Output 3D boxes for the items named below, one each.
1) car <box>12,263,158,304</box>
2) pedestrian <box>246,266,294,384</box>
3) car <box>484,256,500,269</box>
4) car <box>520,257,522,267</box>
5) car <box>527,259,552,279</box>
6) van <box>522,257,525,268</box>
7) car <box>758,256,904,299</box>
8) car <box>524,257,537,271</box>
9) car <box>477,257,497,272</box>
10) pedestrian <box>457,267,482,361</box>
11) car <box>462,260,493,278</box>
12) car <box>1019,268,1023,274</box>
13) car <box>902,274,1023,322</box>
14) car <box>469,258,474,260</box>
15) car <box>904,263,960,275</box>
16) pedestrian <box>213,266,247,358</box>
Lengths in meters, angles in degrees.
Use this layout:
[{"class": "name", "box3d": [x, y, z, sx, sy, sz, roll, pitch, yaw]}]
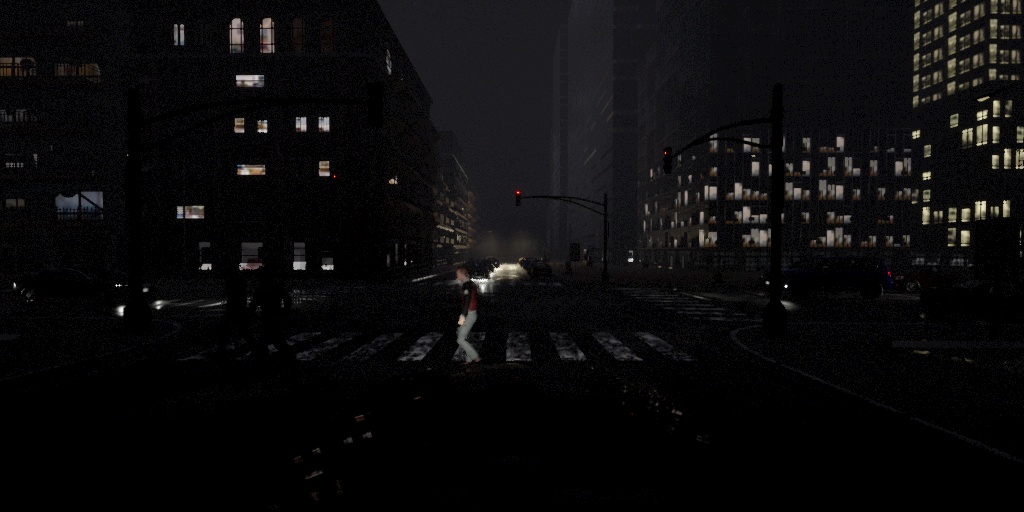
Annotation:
[{"class": "car", "box3d": [-18.155, 1.183, 15.387, 4.902, 1.511, 2.128, 0, 1, 1]}, {"class": "pedestrian", "box3d": [-3.786, 1.043, 5.617, 0.375, 1.860, 0.375, -1, 1, 0]}, {"class": "car", "box3d": [-3.089, 1.045, 55.758, 2.097, 1.767, 4.553, 0, 0, 2]}, {"class": "car", "box3d": [2.618, 1.240, 55.109, 1.888, 1.381, 4.507, 0, 0, 0]}, {"class": "car", "box3d": [2.634, 1.272, 32.525, 1.888, 1.381, 4.507, 0, 0, 0]}, {"class": "van", "box3d": [2.622, 1.045, 49.462, 1.690, 1.789, 3.998, 0, 0, 0]}, {"class": "car", "box3d": [15.727, 1.020, 18.145, 5.566, 2.045, 2.150, 0, 1, 1]}, {"class": "car", "box3d": [2.630, 1.159, 38.170, 1.967, 1.591, 4.097, 0, 0, 0]}, {"class": "car", "box3d": [-3.127, 1.217, 43.828, 1.837, 1.490, 4.892, 0, 0, 0]}, {"class": "pedestrian", "box3d": [-0.758, 1.045, 6.349, 0.375, 1.860, 0.375, -1, 1, 0]}, {"class": "car", "box3d": [-3.113, 1.290, 32.864, 1.994, 1.385, 4.181, 0, 0, 0]}, {"class": "car", "box3d": [26.547, 1.340, 18.007, 4.902, 1.511, 2.128, 0, 1, 1]}, {"class": "car", "box3d": [16.707, 1.445, 12.228, 4.403, 1.370, 2.007, 0, 0, 1]}, {"class": "car", "box3d": [-5.726, 1.270, 49.423, 1.948, 1.339, 4.313, 0, 0, 0]}, {"class": "car", "box3d": [23.360, 1.230, 20.780, 4.097, 1.591, 1.967, 0, 0, 1]}, {"class": "pedestrian", "box3d": [-5.359, 1.043, 6.862, 0.375, 1.860, 0.375, -1, 1, 0]}]
